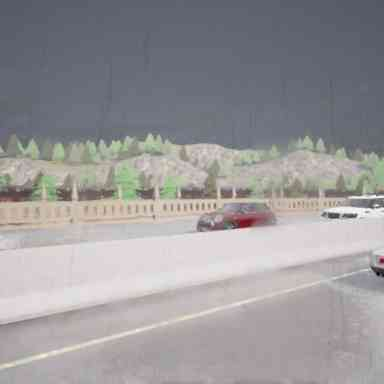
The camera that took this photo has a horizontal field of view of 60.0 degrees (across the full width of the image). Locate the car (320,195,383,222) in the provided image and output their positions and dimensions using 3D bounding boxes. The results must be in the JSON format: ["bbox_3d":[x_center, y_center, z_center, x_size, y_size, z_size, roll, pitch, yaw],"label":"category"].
[{"bbox_3d":[9.669,1.209,18.542,5.566,2.045,2.150,0,0,-29],"label":"car"}]

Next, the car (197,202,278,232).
[{"bbox_3d":[2.501,1.343,18.263,4.553,1.767,2.097,0,0,-32],"label":"car"}]

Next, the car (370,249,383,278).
[{"bbox_3d":[6.546,1.594,8.267,4.718,1.301,1.895,0,0,-34],"label":"car"}]
